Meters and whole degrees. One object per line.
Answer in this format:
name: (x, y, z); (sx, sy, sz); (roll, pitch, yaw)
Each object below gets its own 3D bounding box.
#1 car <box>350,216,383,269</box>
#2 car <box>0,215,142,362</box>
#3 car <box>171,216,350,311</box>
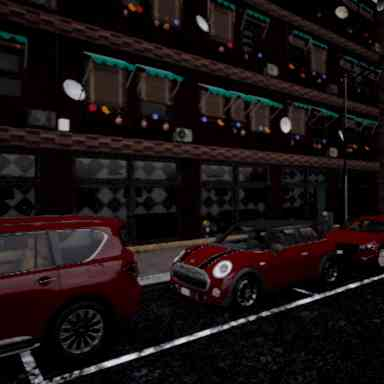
car: (6.091, 1.461, 10.899); (4.507, 1.381, 1.887); (-1, 1, -35)
car: (-3.088, 1.316, 4.353); (5.009, 1.841, 2.192); (-1, 1, -35)
car: (1.501, 1.399, 7.626); (4.097, 1.590, 1.967); (-1, 1, -35)
